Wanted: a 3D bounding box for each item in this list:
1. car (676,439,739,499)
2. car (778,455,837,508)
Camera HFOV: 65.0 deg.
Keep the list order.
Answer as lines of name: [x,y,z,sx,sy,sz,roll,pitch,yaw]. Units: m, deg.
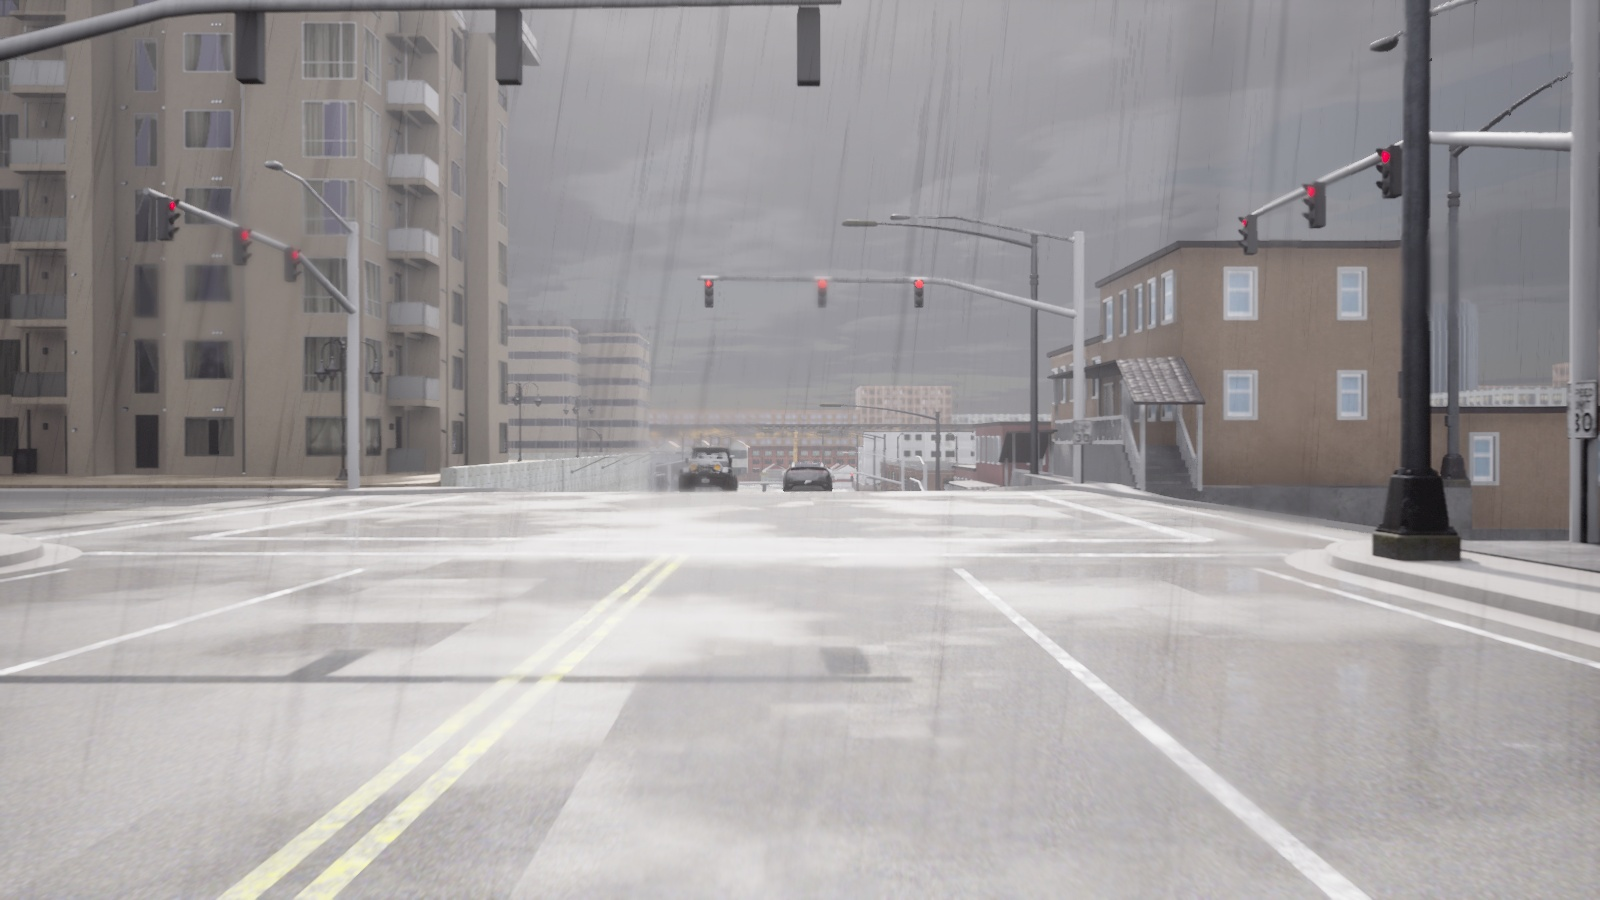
car: [-3.230,0.723,44.447,1.905,1.878,3.866,0,-4,0]
car: [0.293,1.272,48.450,2.128,1.511,4.902,0,-8,0]
